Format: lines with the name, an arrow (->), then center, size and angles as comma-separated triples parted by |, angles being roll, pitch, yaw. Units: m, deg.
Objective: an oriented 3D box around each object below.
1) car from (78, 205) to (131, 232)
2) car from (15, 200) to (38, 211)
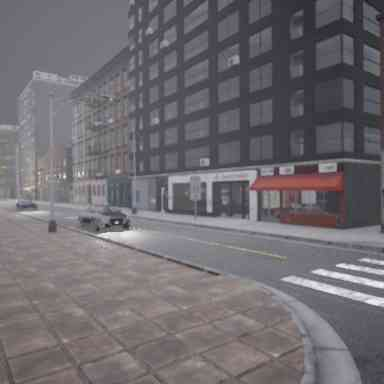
car -> -5.231, 1.471, 19.599 | 1.994, 1.385, 4.181 | -1, 0, -36
car -> -20.087, 1.570, 40.401 | 1.895, 1.301, 4.718 | -1, 0, -35
